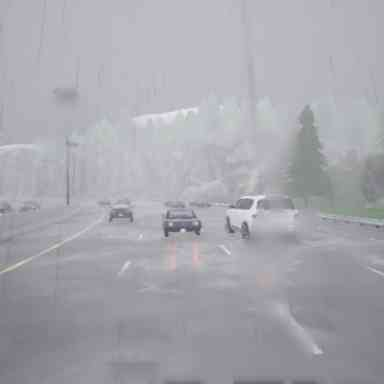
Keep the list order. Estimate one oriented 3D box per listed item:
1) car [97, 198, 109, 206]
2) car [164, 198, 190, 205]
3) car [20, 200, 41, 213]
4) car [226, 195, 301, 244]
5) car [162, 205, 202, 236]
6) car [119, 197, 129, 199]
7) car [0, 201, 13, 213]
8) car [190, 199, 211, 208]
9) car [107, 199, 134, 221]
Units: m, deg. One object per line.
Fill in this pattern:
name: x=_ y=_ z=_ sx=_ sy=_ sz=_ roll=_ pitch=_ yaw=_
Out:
car: x=-16.484 y=1.785 z=62.116 sx=1.994 sy=1.385 sz=4.181 roll=-1 pitch=0 yaw=-24
car: x=-2.501 y=1.578 z=46.323 sx=2.033 sy=1.411 sz=5.357 roll=-1 pitch=0 yaw=-20
car: x=-20.209 y=1.779 z=41.672 sx=1.837 sy=1.490 sz=4.892 roll=-1 pitch=0 yaw=-16
car: x=3.145 y=1.177 z=15.736 sx=2.150 sy=2.045 sz=5.566 roll=0 pitch=0 yaw=-7
car: x=-0.705 y=1.609 z=18.494 sx=1.895 sy=1.301 sz=4.718 roll=-1 pitch=0 yaw=-7
car: x=-12.879 y=1.663 z=62.639 sx=2.128 sy=1.511 sz=4.902 roll=-1 pitch=0 yaw=-24
car: x=-23.689 y=1.870 z=41.190 sx=2.033 sy=1.411 sz=5.357 roll=-1 pitch=0 yaw=-16
car: x=1.048 y=1.582 z=46.432 sx=1.895 sy=1.301 sz=4.718 roll=-1 pitch=0 yaw=-18
car: x=-5.872 y=1.604 z=27.725 sx=1.812 sy=1.442 sz=4.674 roll=-1 pitch=0 yaw=-11
